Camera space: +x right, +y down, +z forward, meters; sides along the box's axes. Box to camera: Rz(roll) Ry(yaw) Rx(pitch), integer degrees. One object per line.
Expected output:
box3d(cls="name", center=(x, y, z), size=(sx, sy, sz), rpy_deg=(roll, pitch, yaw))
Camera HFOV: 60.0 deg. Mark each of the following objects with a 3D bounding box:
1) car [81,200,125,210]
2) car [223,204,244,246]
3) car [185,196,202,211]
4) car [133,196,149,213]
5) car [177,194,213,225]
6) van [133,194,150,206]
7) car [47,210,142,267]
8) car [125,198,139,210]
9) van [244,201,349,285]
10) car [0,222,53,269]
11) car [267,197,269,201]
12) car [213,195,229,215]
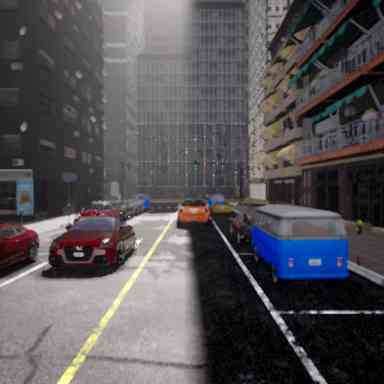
box3d(cls="car", center=(-5.689, 1.326, 20.341), size=(1.967, 1.590, 4.097), rpy_deg=(-1, 0, 0))
box3d(cls="car", center=(2.689, 1.468, 14.706), size=(2.008, 1.369, 4.403), rpy_deg=(-1, 0, 0))
box3d(cls="car", center=(0.080, 1.293, 38.169), size=(1.837, 1.490, 4.892), rpy_deg=(0, 0, -1))
box3d(cls="car", center=(-5.681, 1.375, 31.545), size=(2.008, 1.369, 4.403), rpy_deg=(-1, 0, 0))
box3d(cls="car", center=(0.115, 1.224, 22.714), size=(2.097, 1.767, 4.553), rpy_deg=(0, 0, 0))
box3d(cls="van", center=(-5.680, 1.135, 37.145), size=(1.690, 1.788, 3.998), rpy_deg=(-1, 0, 0))
box3d(cls="car", center=(-3.081, 1.501, 11.046), size=(1.994, 1.385, 4.181), rpy_deg=(0, 0, 0))
box3d(cls="car", center=(-5.684, 1.421, 25.942), size=(1.947, 1.339, 4.313), rpy_deg=(-1, 0, 0))
box3d(cls="van", center=(2.682, 1.289, 9.102), size=(1.690, 1.788, 3.998), rpy_deg=(-1, 0, 0))
box3d(cls="car", center=(-5.694, 1.530, 9.137), size=(1.802, 1.307, 4.206), rpy_deg=(-1, 0, 0))
box3d(cls="car", center=(15.273, 1.034, 56.434), size=(5.009, 1.841, 2.192), rpy_deg=(0, 1, 0))
box3d(cls="car", center=(2.699, 1.349, 31.681), size=(1.752, 1.417, 4.829), rpy_deg=(-1, 0, 0))
